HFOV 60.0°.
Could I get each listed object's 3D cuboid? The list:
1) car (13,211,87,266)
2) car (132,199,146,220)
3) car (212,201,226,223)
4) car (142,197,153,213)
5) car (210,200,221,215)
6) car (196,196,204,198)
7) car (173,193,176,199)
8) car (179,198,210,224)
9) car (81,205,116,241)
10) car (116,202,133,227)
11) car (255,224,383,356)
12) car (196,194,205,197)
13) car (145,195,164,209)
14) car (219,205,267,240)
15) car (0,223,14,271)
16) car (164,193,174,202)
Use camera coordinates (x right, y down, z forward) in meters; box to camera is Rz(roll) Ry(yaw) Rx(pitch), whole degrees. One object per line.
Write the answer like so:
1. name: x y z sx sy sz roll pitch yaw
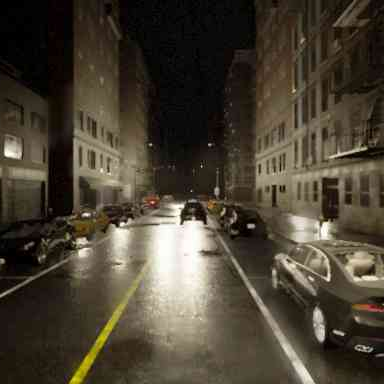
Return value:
1. car: -5.387 1.560 11.481 1.947 1.339 4.313 0 0 0
2. car: -5.385 1.534 27.719 2.008 1.369 4.403 0 0 0
3. car: 2.640 1.554 22.296 1.947 1.339 4.313 0 0 0
4. car: -5.384 1.528 33.132 2.008 1.369 4.403 0 0 0
5. car: 2.641 1.502 33.292 1.752 1.417 4.829 0 0 0
6. car: 0.104 1.533 40.731 1.994 1.385 4.181 0 0 0
7. car: -5.380 1.472 75.875 1.887 1.381 4.507 0 0 0
8. car: 0.103 1.493 24.477 1.837 1.490 4.892 0 1 0
9. car: -5.386 1.517 16.723 1.752 1.417 4.829 0 0 0
10. car: -5.386 1.570 22.306 1.802 1.307 4.206 0 0 0
11. car: 2.638 1.547 6.058 2.008 1.369 4.403 0 0 0
12. car: 2.646 1.351 86.775 1.967 1.590 4.097 0 0 0
13. car: -5.383 1.280 43.957 2.192 1.841 5.009 0 0 0
14. car: 2.639 1.557 16.883 1.947 1.339 4.313 0 0 0
15. car: -5.387 1.523 5.898 1.752 1.417 4.829 0 0 0
16. car: -5.381 1.485 70.421 2.008 1.369 4.403 0 0 0
